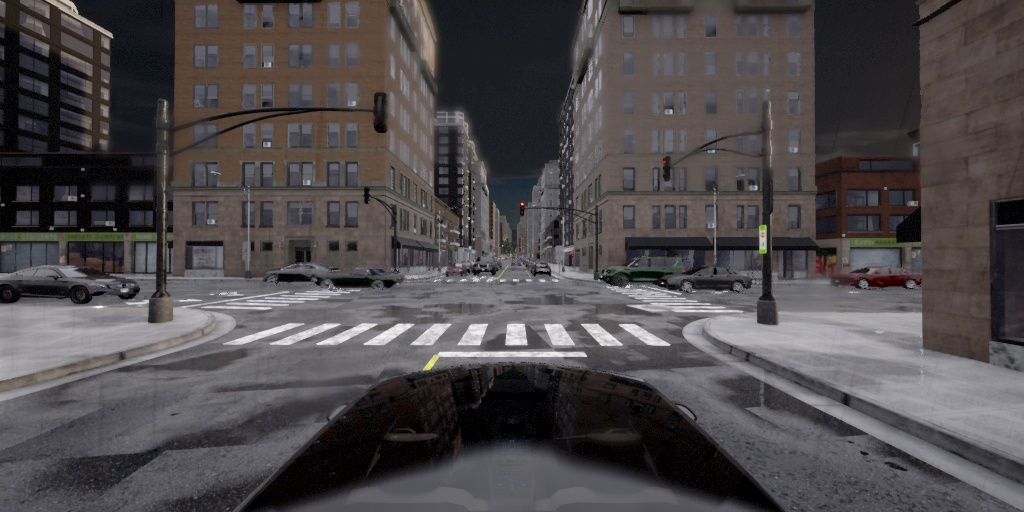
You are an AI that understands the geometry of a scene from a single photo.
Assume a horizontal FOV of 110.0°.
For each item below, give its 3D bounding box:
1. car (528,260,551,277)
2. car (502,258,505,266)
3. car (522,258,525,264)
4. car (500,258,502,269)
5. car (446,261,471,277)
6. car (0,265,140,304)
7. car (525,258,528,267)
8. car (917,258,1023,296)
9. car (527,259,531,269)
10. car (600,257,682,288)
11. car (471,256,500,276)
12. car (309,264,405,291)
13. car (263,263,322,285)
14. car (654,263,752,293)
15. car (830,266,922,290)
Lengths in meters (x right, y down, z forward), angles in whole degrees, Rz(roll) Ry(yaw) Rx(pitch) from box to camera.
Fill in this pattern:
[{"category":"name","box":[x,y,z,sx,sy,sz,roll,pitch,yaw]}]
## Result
[{"category":"car","box":[2.962,1.318,36.197,1.948,1.339,4.313,0,0,1]},{"category":"car","box":[-2.529,1.353,58.148,1.895,1.301,4.718,0,0,1]},{"category":"car","box":[3.298,1.315,63.849,1.948,1.339,4.313,0,0,1]},{"category":"car","box":[-2.665,1.258,47.892,1.837,1.490,4.892,0,0,1]},{"category":"car","box":[-5.563,1.336,36.297,1.802,1.307,4.207,0,0,1]},{"category":"car","box":[-17.929,1.106,14.483,4.674,1.442,1.812,0,-1,1]},{"category":"car","box":[3.096,1.302,47.258,2.007,1.370,4.403,0,0,1]},{"category":"car","box":[27.621,1.175,20.913,5.566,2.045,2.150,-1,-1,-1]},{"category":"car","box":[3.029,1.297,41.728,1.888,1.381,4.507,0,0,1]},{"category":"car","box":[8.843,1.079,24.273,5.566,2.045,2.150,1,-1,0]},{"category":"car","box":[-2.787,0.976,37.804,2.150,2.045,5.566,0,0,1]},{"category":"car","box":[-8.905,1.327,21.107,4.718,1.301,1.895,1,0,0]},{"category":"car","box":[-14.223,1.198,24.406,4.902,1.511,2.128,0,-1,0]},{"category":"car","box":[11.227,1.357,20.935,4.892,1.490,1.837,0,-1,-1]},{"category":"car","box":[24.423,1.451,24.169,5.008,1.535,1.882,0,-1,0]}]
